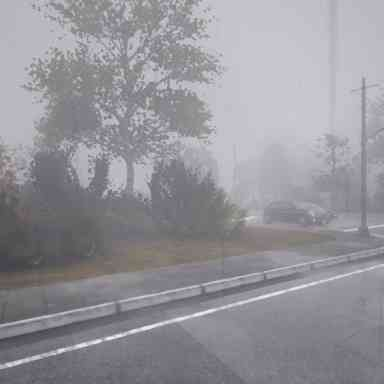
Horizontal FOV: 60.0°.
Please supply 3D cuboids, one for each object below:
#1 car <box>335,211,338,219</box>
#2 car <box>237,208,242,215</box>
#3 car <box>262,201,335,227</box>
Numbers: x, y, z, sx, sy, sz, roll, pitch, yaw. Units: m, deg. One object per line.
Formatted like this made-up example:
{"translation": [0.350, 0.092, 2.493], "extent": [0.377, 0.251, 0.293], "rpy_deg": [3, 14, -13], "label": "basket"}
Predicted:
{"translation": [9.182, 1.594, 26.862], "extent": [1.837, 1.490, 4.892], "rpy_deg": [0, -1, -42], "label": "car"}
{"translation": [3.472, 1.781, 33.691], "extent": [1.994, 1.385, 4.181], "rpy_deg": [0, -1, -42], "label": "car"}
{"translation": [7.282, 1.426, 23.617], "extent": [2.097, 1.767, 4.553], "rpy_deg": [0, -1, -38], "label": "car"}
